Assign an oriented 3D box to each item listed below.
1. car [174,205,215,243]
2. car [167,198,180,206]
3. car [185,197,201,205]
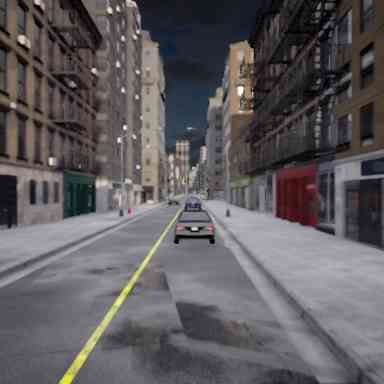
[{"bbox_3d":[0.108,1.556,16.146,2.033,1.411,5.357,0,0,0],"label":"car"},{"bbox_3d":[-3.015,1.702,55.350,1.895,1.301,4.718,0,0,1],"label":"car"},{"bbox_3d":[0.125,1.419,42.642,2.097,1.767,4.553,0,0,0],"label":"car"}]
